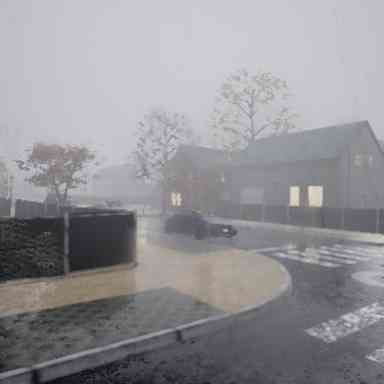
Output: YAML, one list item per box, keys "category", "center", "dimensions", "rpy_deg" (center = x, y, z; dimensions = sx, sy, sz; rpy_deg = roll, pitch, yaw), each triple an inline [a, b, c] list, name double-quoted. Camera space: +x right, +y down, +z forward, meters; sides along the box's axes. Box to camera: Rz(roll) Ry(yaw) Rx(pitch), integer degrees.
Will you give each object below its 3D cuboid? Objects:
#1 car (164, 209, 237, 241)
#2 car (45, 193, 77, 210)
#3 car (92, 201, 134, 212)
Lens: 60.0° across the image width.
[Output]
- category: "car"
  center: [0.339, 1.583, 16.890]
  dimensions: [1.994, 1.385, 4.181]
  rpy_deg: [2, -1, -37]
- category: "car"
  center: [-14.394, 1.119, 36.331]
  dimensions: [2.150, 2.045, 5.566]
  rpy_deg: [2, -1, -37]
- category: "car"
  center: [-6.087, 1.456, 25.357]
  dimensions: [2.128, 1.511, 4.902]
  rpy_deg: [2, -1, -37]
